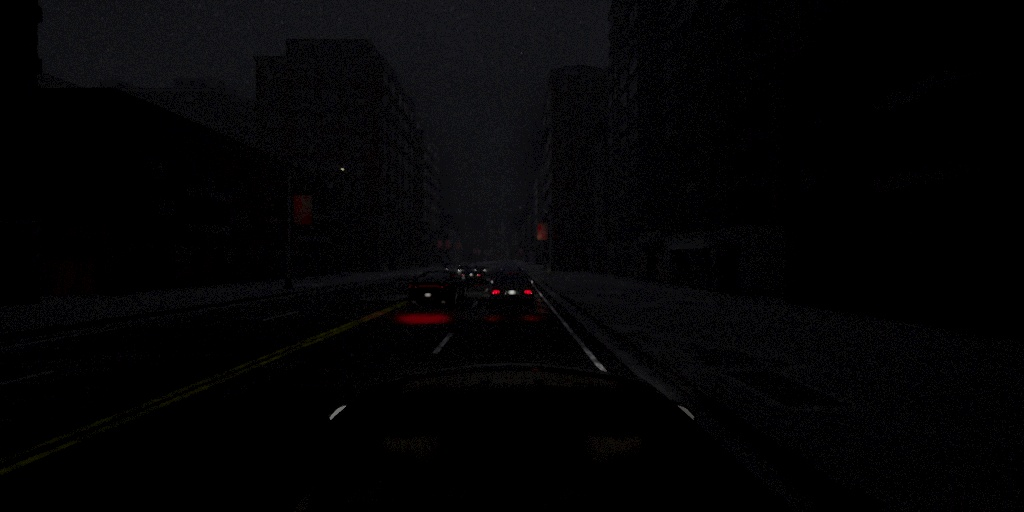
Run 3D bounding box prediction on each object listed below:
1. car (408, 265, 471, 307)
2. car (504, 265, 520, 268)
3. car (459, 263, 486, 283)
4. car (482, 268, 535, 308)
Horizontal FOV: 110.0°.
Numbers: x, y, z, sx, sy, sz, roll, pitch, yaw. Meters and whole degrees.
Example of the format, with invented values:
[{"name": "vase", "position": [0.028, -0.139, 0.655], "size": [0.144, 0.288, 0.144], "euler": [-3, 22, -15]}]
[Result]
[{"name": "car", "position": [-3.248, 1.364, 16.337], "size": [1.882, 1.535, 5.008], "euler": [0, 0, 0]}, {"name": "car", "position": [0.000, 1.504, 31.329], "size": [1.882, 1.535, 5.008], "euler": [0, 0, 0]}, {"name": "car", "position": [-3.254, 1.569, 30.845], "size": [2.033, 1.411, 5.357], "euler": [0, -1, 0]}, {"name": "car", "position": [-0.002, 1.429, 15.847], "size": [2.033, 1.411, 5.357], "euler": [0, -1, 0]}]
